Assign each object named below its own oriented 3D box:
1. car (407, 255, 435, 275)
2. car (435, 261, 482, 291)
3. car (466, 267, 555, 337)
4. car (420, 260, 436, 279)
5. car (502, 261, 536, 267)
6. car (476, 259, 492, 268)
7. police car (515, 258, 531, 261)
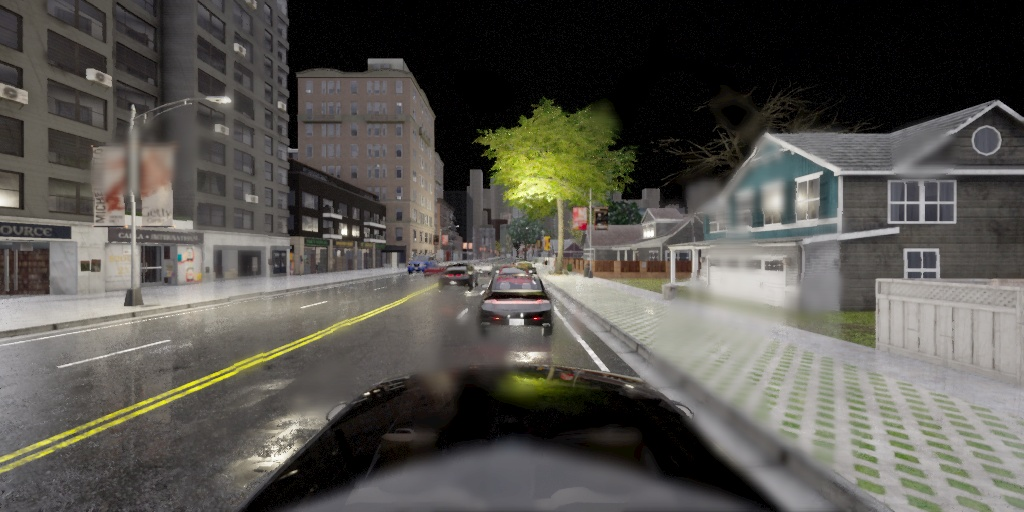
[{"bbox_3d":[-9.816,0.945,39.542,2.150,2.045,5.566,0,0,0],"label":"car"},{"bbox_3d":[-3.131,1.246,21.985,1.837,1.490,4.892,0,0,0],"label":"car"},{"bbox_3d":[0.110,1.240,10.328,2.128,1.511,4.902,0,0,0],"label":"car"},{"bbox_3d":[-6.572,1.331,32.571,1.895,1.301,4.718,0,0,0],"label":"car"},{"bbox_3d":[0.116,1.221,19.832,1.882,1.535,5.008,0,0,0],"label":"car"},{"bbox_3d":[-3.120,1.323,38.691,1.895,1.301,4.718,0,0,0],"label":"car"},{"bbox_3d":[0.999,1.159,29.561,1.930,1.638,5.238,0,0,0],"label":"police car"}]
